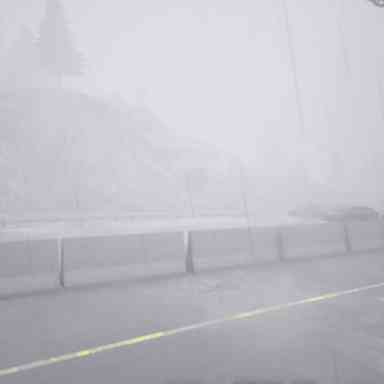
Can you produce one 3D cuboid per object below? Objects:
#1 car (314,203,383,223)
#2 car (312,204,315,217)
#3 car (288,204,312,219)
[{"bbox_3d":[12.161,1.772,25.569,4.892,1.490,1.837,0,-1,-23],"label":"car"},{"bbox_3d":[13.589,1.815,29.967,4.892,1.490,1.837,0,-1,-22],"label":"car"},{"bbox_3d":[11.582,1.895,32.908,4.181,1.385,1.994,0,-1,-22],"label":"car"}]
